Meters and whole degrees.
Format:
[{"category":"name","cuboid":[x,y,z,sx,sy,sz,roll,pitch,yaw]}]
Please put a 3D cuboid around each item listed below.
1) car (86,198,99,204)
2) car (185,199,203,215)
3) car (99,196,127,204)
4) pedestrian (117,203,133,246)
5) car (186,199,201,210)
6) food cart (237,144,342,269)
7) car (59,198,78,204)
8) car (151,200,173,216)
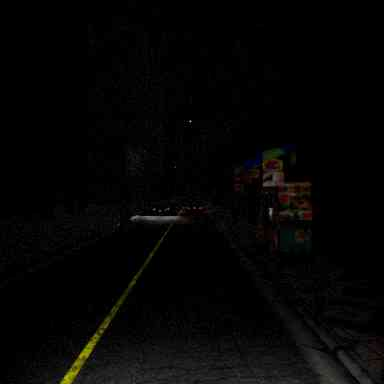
[{"category":"car","cuboid":[-18.739,1.858,65.926,4.313,1.339,1.947,0,-2,0]},{"category":"car","cuboid":[0.230,1.609,34.626,2.033,1.411,5.357,0,0,0]},{"category":"car","cuboid":[-13.309,1.485,57.394,4.097,1.590,1.967,0,-2,-1]},{"category":"pedestrian","cuboid":[-2.787,1.308,13.886,0.375,1.860,0.375,2,-2,-10]},{"category":"car","cuboid":[0.215,1.656,45.118,1.994,1.385,4.181,0,0,2]},{"category":"food cart","cuboid":[3.134,0.477,11.973,2.280,3.560,4.660,-2,-2,0]},{"category":"car","cuboid":[-24.226,1.877,65.940,4.206,1.307,1.802,0,-2,0]},{"category":"car","cuboid":[-2.958,1.565,33.347,1.837,1.490,4.892,0,-1,0]}]
